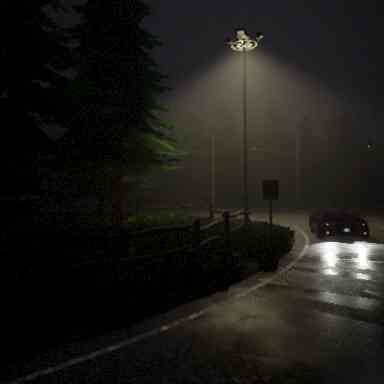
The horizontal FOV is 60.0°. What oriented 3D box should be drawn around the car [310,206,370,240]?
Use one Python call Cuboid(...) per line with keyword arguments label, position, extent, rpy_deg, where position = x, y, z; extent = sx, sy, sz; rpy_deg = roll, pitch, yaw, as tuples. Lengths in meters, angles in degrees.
Cuboid(label="car", position=(6.722, 1.348, 15.516), extent=(1.994, 1.385, 4.181), rpy_deg=(-1, 0, 12))
